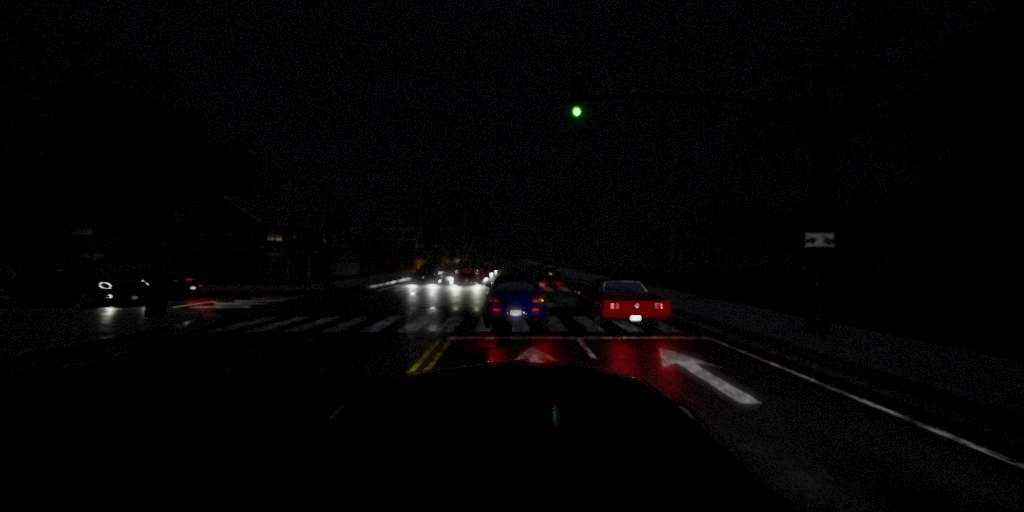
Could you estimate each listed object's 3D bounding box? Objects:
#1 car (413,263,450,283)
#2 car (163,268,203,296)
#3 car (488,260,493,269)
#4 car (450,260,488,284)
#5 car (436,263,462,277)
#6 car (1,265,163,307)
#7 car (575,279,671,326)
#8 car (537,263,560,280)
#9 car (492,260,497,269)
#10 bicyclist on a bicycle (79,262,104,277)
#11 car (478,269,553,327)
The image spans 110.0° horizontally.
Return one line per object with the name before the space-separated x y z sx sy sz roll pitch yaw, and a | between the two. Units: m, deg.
car | -6.597 1.365 29.081 1.837 1.490 4.892 0 0 0
car | -18.460 1.352 18.085 4.892 1.490 1.837 0 0 1
car | -3.344 1.452 37.191 1.994 1.385 4.181 0 0 0
car | -3.349 1.210 28.549 2.097 1.767 4.553 0 0 0
car | -6.591 1.455 37.990 1.994 1.385 4.181 0 0 0
car | -18.214 1.187 15.184 4.553 1.767 2.097 0 0 0
car | 3.349 1.395 11.907 1.895 1.301 4.718 0 0 0
car | 3.353 1.401 33.269 1.812 1.442 4.674 0 0 0
car | -3.317 1.449 47.194 1.812 1.442 4.674 0 0 1
bicyclist on a bicycle | -24.638 1.171 21.046 0.582 1.620 1.656 0 0 0
car | 0.101 1.318 11.622 1.812 1.442 4.674 0 0 0
